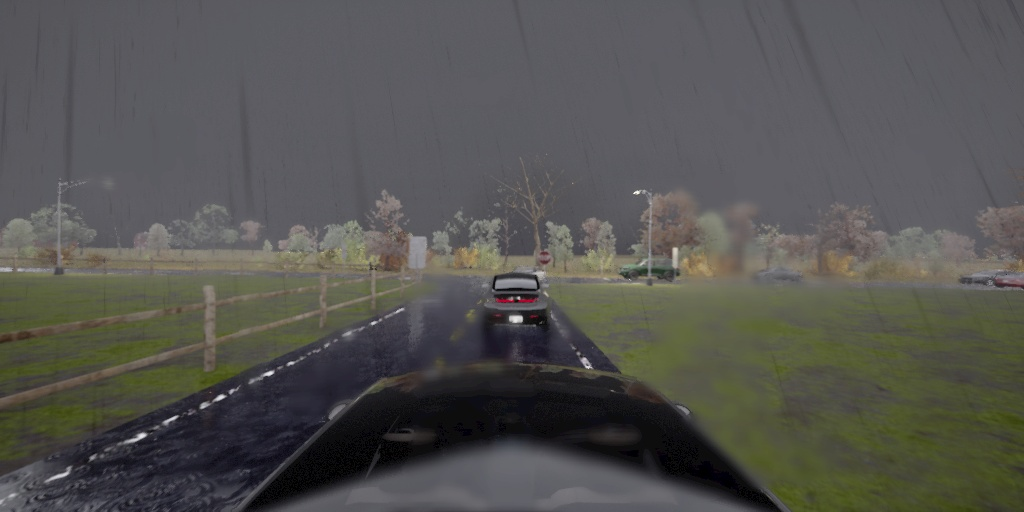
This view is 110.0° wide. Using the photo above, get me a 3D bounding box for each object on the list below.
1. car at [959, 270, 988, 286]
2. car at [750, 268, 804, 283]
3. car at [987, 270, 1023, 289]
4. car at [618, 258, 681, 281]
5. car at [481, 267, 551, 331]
[{"bbox_3d":[45.170,2.073,33.669,4.892,1.490,1.837,1,1,1],"label":"car"},{"bbox_3d":[24.924,1.778,33.795,4.181,1.385,1.994,1,1,0],"label":"car"},{"bbox_3d":[44.545,2.163,30.838,4.181,1.385,1.994,1,1,2],"label":"car"},{"bbox_3d":[12.900,1.223,33.804,5.566,2.045,2.150,1,1,-1],"label":"car"},{"bbox_3d":[0.108,1.259,11.013,1.837,1.490,4.892,0,0,0],"label":"car"}]
